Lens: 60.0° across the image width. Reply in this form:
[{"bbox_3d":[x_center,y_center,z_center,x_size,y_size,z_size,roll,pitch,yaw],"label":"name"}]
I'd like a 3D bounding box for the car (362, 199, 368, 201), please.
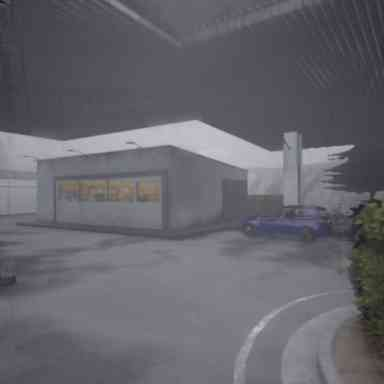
[{"bbox_3d":[11.598,1.324,19.441,3.866,1.878,1.905,-1,0,35],"label":"car"}]

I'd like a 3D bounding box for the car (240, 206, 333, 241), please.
[{"bbox_3d":[4.800,1.533,17.287,4.611,1.667,2.242,-1,0,35],"label":"car"}]
